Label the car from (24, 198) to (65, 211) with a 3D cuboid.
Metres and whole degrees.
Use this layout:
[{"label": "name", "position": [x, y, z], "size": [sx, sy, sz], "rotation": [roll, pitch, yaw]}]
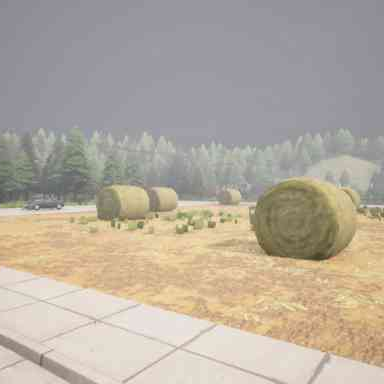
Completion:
[{"label": "car", "position": [-18.323, 1.499, 41.437], "size": [2.128, 1.511, 4.902], "rotation": [0, 0, 36]}]
